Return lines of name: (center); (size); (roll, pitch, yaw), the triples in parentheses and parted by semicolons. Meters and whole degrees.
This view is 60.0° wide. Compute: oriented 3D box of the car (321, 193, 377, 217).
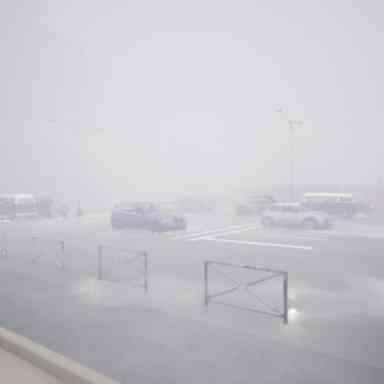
car: (15.814, 1.195, 33.253); (4.605, 1.855, 1.932); (0, 0, 36)

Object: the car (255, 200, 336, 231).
car: (6.031, 1.433, 19.476); (3.806, 1.475, 1.970); (0, 0, 36)

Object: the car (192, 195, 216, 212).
car: (0.344, 1.274, 37.532); (4.605, 1.855, 1.932); (0, 0, 36)

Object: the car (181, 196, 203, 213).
car: (-1.180, 1.483, 35.322); (3.905, 1.438, 1.784); (0, 0, 36)

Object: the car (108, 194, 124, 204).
car: (-21.130, 1.665, 89.348); (1.851, 1.617, 3.988); (0, 0, 36)

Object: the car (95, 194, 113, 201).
car: (-24.381, 1.520, 92.501); (1.932, 1.855, 4.605); (0, 0, 36)

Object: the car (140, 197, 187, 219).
car: (-2.870, 1.515, 32.971); (3.806, 1.475, 1.970); (0, 0, 36)

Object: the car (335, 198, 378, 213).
car: (17.557, 1.405, 35.568); (3.905, 1.438, 1.784); (0, 0, 36)
